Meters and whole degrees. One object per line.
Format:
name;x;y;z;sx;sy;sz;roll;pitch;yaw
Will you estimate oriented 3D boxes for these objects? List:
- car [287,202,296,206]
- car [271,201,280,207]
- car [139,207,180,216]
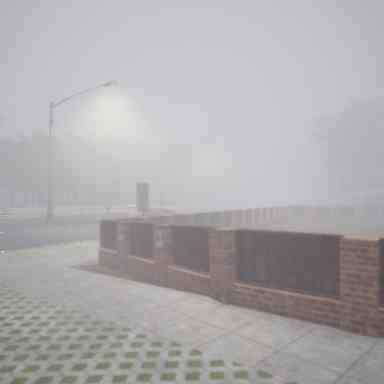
car;24.413;3.049;81.466;2.033;1.411;5.357;0;-1;21
car;20.909;3.074;83.200;2.128;1.511;4.902;0;-1;24
car;-2.261;1.995;26.740;1.837;1.490;4.892;0;-1;31
